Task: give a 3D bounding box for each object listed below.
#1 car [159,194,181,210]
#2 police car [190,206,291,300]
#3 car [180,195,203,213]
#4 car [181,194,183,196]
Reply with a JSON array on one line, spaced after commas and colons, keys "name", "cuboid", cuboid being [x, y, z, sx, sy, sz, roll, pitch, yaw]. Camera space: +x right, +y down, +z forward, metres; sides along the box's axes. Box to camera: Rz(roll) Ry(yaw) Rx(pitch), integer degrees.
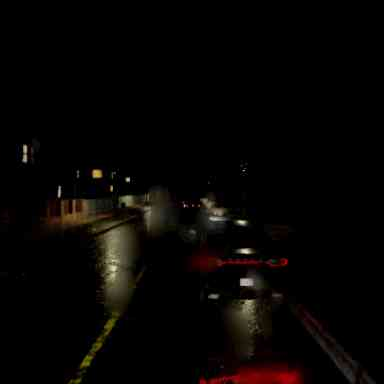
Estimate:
[{"name": "car", "cuboid": [-2.799, 1.273, 39.783, 2.128, 1.511, 4.902, 0, 0, 0]}, {"name": "police car", "cuboid": [0.971, 1.379, 8.467, 1.930, 1.638, 5.238, 0, 0, 0]}, {"name": "car", "cuboid": [0.108, 1.359, 34.468, 2.033, 1.411, 5.357, 0, 0, 0]}, {"name": "car", "cuboid": [-2.655, 1.167, 76.827, 1.895, 1.301, 4.718, 0, 0, 0]}]
